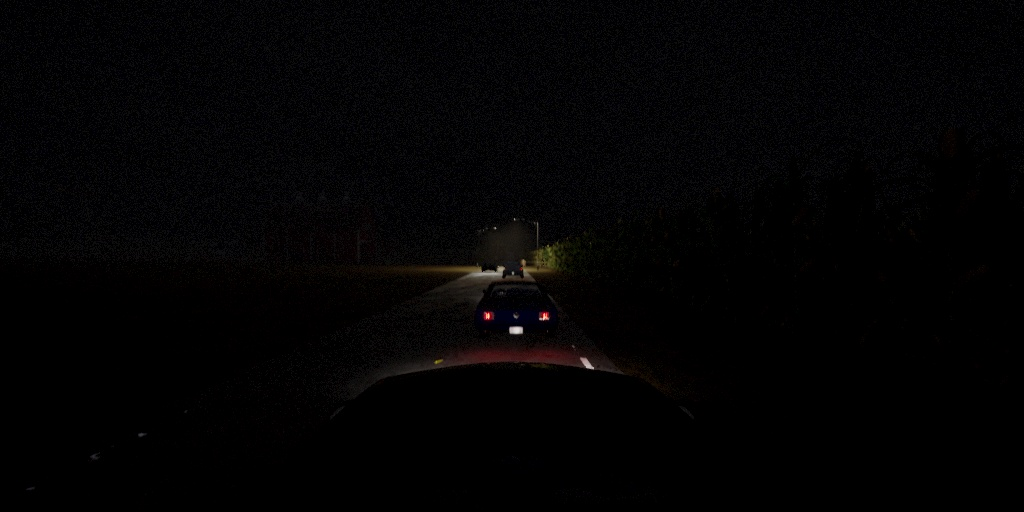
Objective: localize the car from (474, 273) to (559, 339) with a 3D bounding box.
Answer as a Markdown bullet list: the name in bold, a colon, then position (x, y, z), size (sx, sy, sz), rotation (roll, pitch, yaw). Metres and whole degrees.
- **car**: position (0.097, 1.330, 10.037), size (1.895, 1.301, 4.718), rotation (0, 0, 0)

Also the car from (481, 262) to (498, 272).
- **car**: position (-2.828, 1.372, 45.118), size (1.895, 1.301, 4.718), rotation (0, 0, 0)

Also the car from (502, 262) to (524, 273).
- **car**: position (0.095, 1.235, 32.599), size (1.812, 1.442, 4.674), rotation (0, 0, 0)
